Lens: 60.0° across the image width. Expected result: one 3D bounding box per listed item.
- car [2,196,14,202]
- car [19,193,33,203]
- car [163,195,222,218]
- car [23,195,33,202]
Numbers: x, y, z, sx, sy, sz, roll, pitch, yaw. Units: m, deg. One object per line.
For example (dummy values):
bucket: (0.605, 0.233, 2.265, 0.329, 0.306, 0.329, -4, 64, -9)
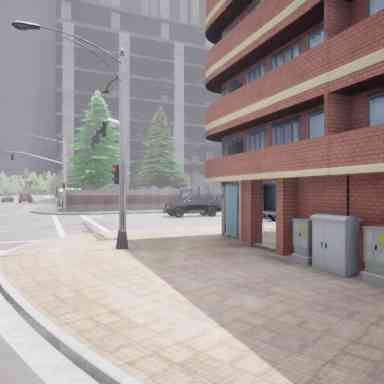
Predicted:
car: (-39.905, 1.524, 72.400, 1.812, 1.442, 4.674, 0, 0, -23)
car: (-34.775, 1.225, 69.302, 2.150, 2.045, 5.566, 0, 0, -23)
car: (0.092, 1.277, 31.261, 5.566, 2.045, 2.150, 0, 0, -23)
car: (-38.935, 1.524, 79.037, 1.812, 1.442, 4.674, 0, 0, -23)
